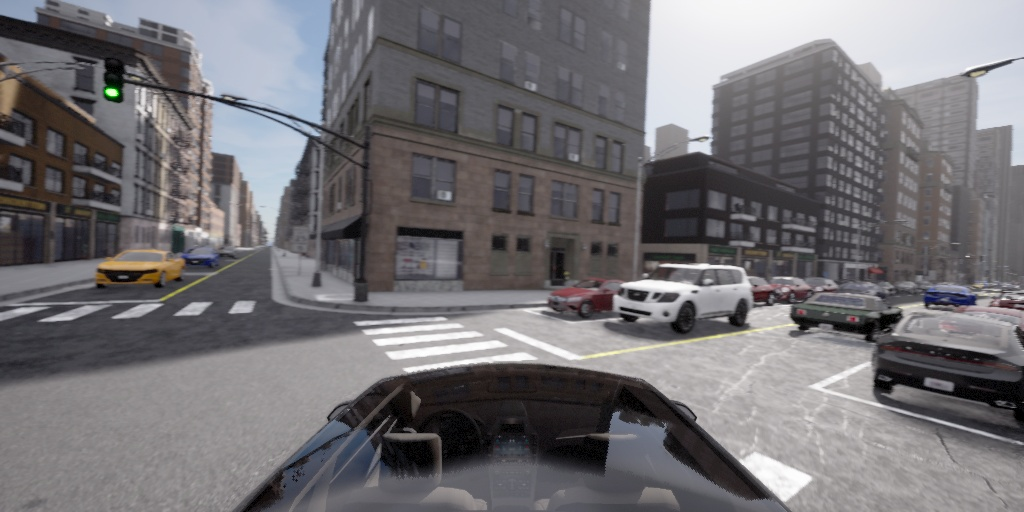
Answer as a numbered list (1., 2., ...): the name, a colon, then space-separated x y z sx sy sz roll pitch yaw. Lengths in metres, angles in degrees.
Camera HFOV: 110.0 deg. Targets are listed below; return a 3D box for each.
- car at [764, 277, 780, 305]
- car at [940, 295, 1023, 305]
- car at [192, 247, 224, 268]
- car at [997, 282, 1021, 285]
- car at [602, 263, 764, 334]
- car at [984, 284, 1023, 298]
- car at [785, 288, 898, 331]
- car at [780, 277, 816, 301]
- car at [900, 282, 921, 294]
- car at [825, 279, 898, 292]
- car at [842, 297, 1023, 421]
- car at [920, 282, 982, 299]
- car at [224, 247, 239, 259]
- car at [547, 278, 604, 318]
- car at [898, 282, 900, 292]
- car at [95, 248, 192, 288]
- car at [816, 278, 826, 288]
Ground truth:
1. car: 12.441 1.809 19.565 4.097 1.591 1.967 0 0 -33
2. car: 12.547 1.972 9.417 4.207 1.307 1.802 0 0 -33
3. car: -24.047 0.080 27.747 1.882 1.535 5.008 2 0 -34
4. car: 35.582 2.887 24.657 5.009 1.841 2.192 0 0 -33
5. car: 5.929 1.263 12.136 5.566 2.045 2.150 3 0 -33
6. car: 26.368 2.538 18.562 4.097 1.591 1.967 0 0 -33
7. car: 11.302 1.922 11.993 4.718 1.301 1.895 3 0 -33
8. car: 17.049 2.045 22.614 4.097 1.591 1.967 0 0 -33
9. car: 44.698 3.578 40.908 4.403 1.370 2.007 0 0 -33
10. car: 22.669 2.445 23.220 5.357 1.411 2.033 3 0 -33
11. car: 7.940 1.705 6.369 4.403 1.370 2.007 0 0 -33
12. car: 29.102 2.711 23.766 5.008 1.535 1.882 3 0 -33
13. car: -34.648 -0.387 43.708 1.837 1.490 4.892 2 0 -34
14. car: 3.225 1.480 13.467 4.207 1.307 1.802 0 0 -33
15. car: 35.481 3.119 34.810 4.313 1.339 1.948 0 0 -33
16. car: -15.931 0.459 15.629 1.882 1.535 5.008 2 0 -32
17. car: 21.657 2.281 25.663 4.097 1.591 1.967 0 0 -33
